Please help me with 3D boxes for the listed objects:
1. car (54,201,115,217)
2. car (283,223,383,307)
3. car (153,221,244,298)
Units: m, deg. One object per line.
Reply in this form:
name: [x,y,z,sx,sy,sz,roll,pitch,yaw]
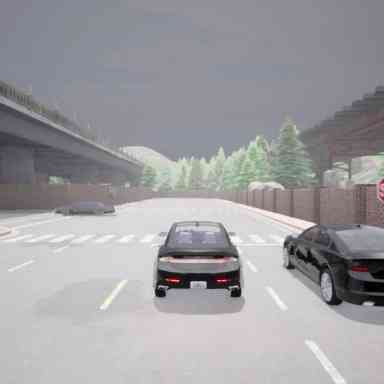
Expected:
car: [-9.980,1.547,31.254,5.357,1.411,2.033,0,0,-5]
car: [3.642,1.478,8.071,1.882,1.535,5.008,0,0,1]
car: [0.144,1.491,8.526,2.128,1.511,4.902,0,0,1]
